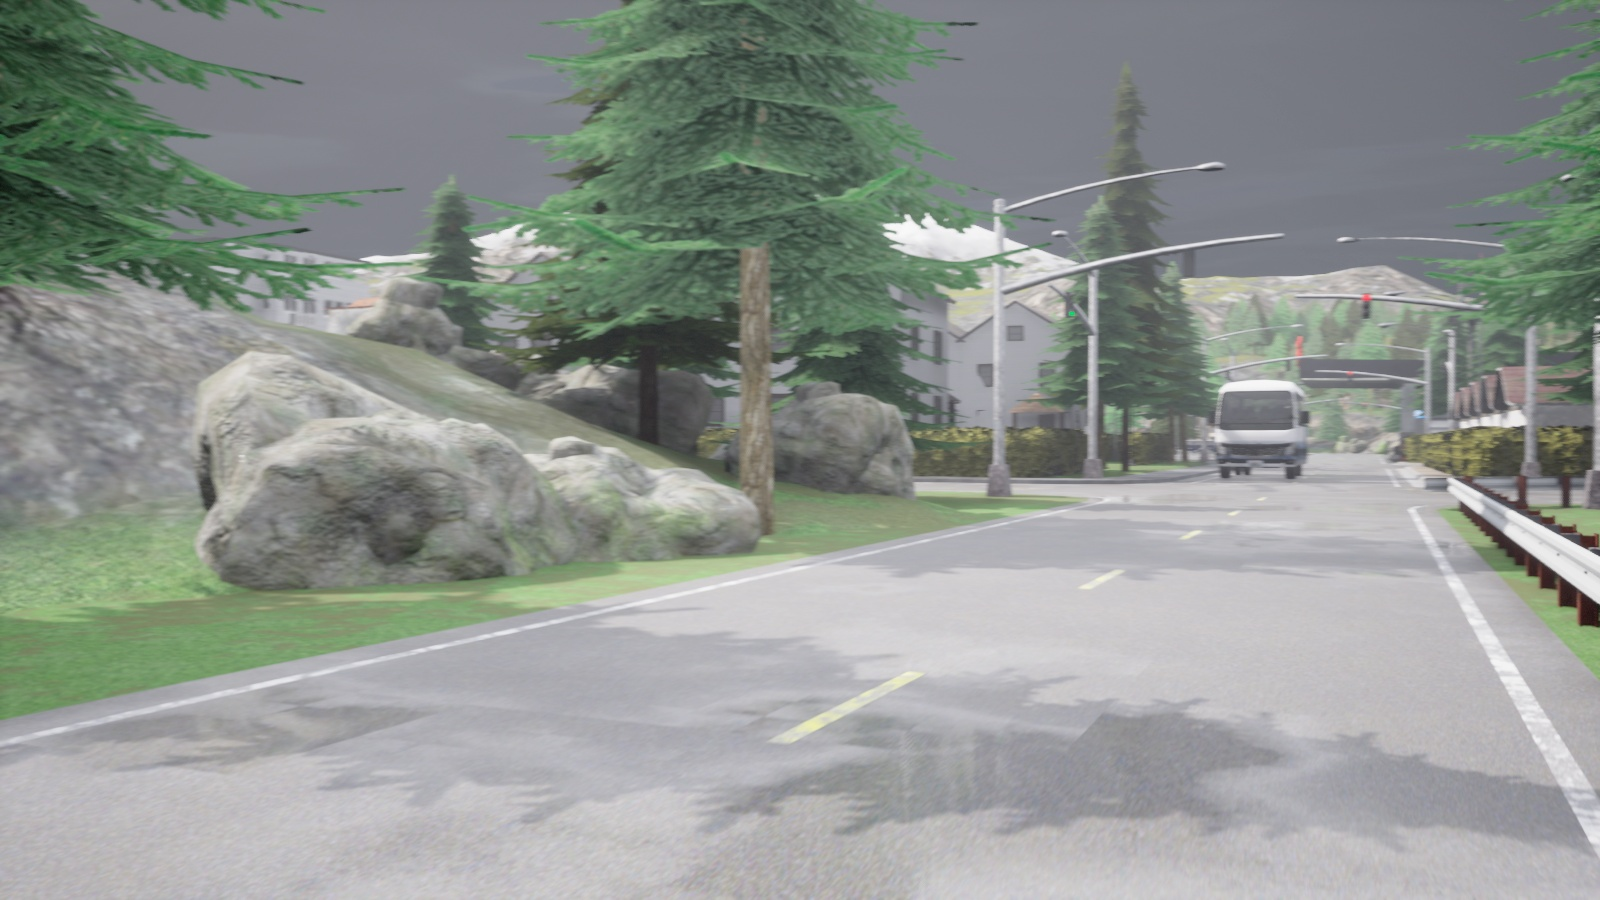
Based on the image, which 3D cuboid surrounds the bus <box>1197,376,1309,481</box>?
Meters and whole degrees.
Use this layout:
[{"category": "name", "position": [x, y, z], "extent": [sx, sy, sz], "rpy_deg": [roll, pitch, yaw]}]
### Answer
[{"category": "bus", "position": [20.495, -0.883, 56.308], "extent": [3.944, 4.253, 10.273], "rpy_deg": [0, 0, 24]}]
